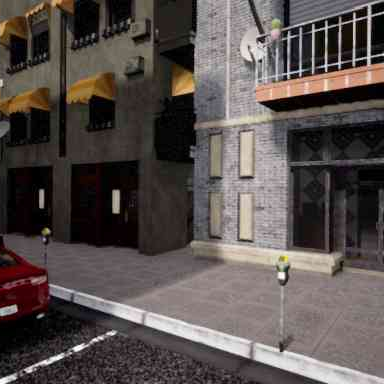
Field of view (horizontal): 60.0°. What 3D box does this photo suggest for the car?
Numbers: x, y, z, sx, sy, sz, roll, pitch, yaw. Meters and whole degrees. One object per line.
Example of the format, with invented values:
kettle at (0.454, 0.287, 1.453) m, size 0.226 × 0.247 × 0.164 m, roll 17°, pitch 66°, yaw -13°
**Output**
car at (-4.405, 1.543, 6.015) m, size 4.507 × 1.381 × 1.887 m, roll 0°, pitch 1°, yaw 36°
